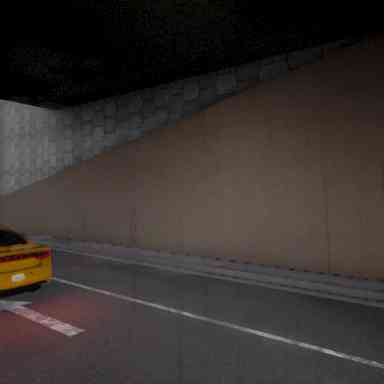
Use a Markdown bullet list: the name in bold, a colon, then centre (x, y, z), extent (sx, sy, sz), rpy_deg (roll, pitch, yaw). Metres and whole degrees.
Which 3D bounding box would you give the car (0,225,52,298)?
- **car**: centre (-5.314, 1.478, 7.780), extent (5.008, 1.535, 1.882), rpy_deg (0, 0, 36)
